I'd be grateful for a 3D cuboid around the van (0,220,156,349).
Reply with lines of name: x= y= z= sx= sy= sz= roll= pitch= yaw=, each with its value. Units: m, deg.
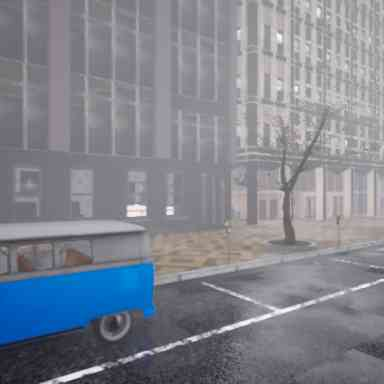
van: x=-2.483 y=1.345 z=4.795 sx=3.998 sy=1.788 sz=1.690 roll=0 pitch=-1 yaw=-36
